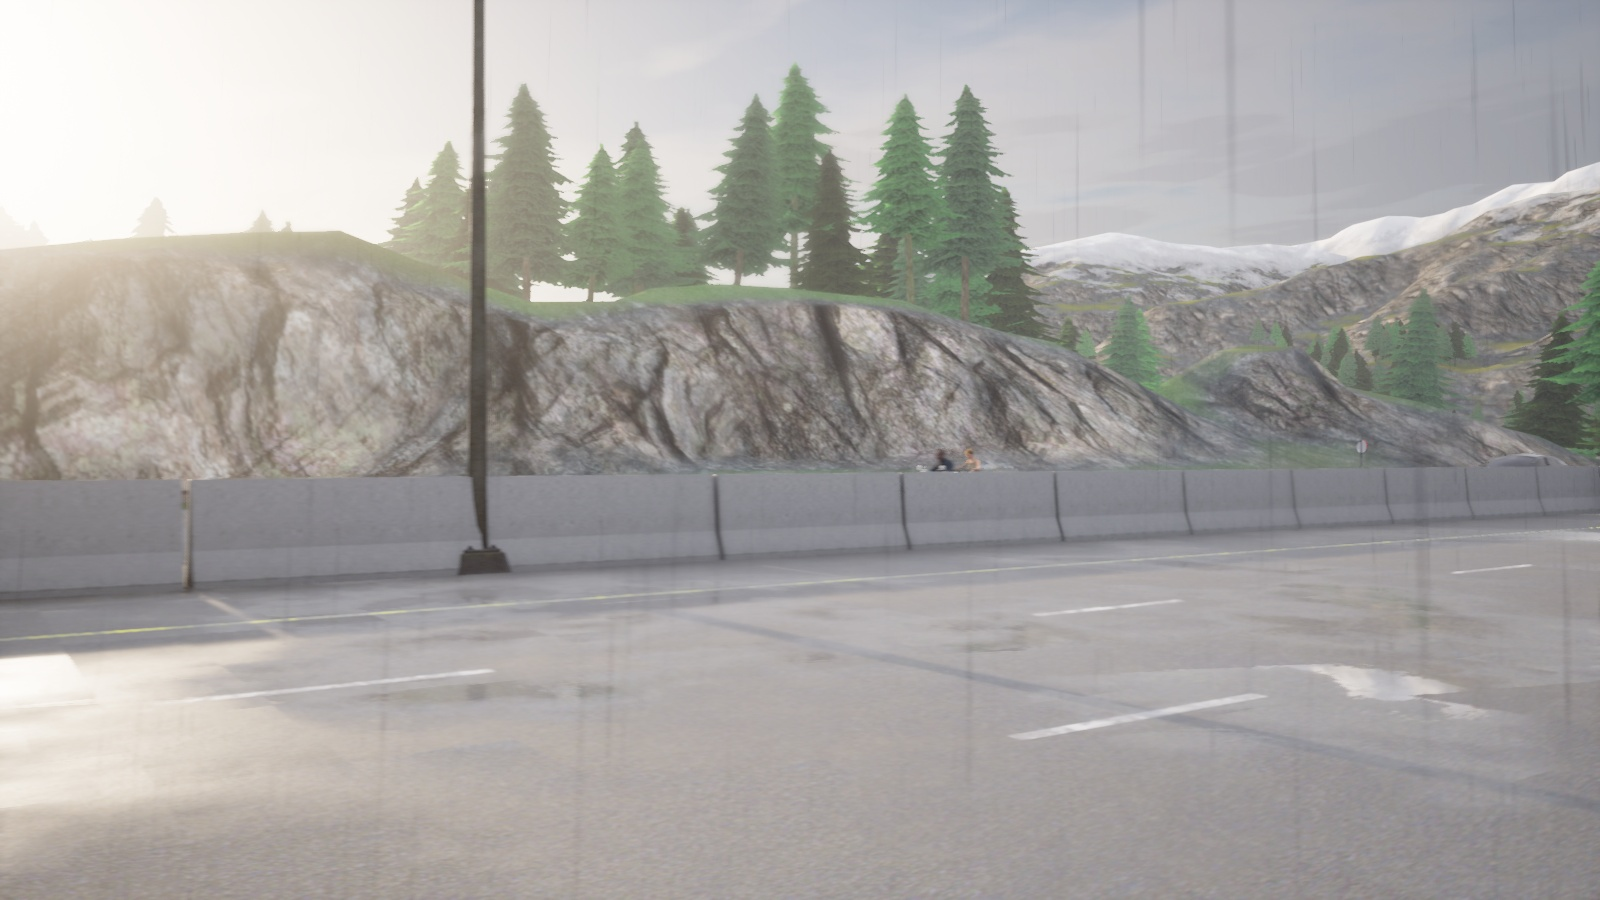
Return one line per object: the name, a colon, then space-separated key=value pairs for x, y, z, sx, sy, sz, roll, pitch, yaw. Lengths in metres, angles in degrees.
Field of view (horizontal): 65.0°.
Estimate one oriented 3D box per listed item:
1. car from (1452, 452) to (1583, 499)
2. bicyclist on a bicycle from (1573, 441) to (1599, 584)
car: x=23.734 y=0.801 z=41.500 sx=4.892 sy=1.490 sz=1.837 roll=0 pitch=0 yaw=-35
bicyclist on a bicycle: x=9.764 y=0.713 z=14.719 sx=1.656 sy=1.620 sz=0.582 roll=0 pitch=0 yaw=-35
